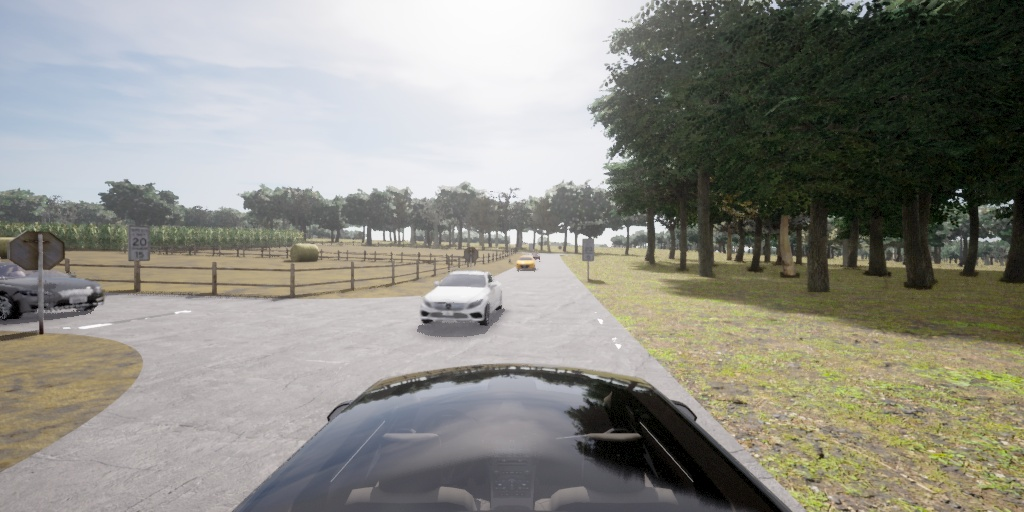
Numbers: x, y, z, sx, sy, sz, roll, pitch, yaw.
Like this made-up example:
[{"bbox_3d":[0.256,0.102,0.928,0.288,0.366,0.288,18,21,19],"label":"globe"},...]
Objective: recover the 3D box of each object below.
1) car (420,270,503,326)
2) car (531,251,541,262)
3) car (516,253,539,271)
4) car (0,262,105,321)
[{"bbox_3d":[-1.386,1.190,11.495,1.812,1.442,4.674,1,0,6],"label":"car"},{"bbox_3d":[3.893,0.020,59.799,1.882,1.535,5.008,0,2,6],"label":"car"},{"bbox_3d":[1.515,0.737,38.075,1.882,1.535,5.008,0,1,6],"label":"car"},{"bbox_3d":[-14.827,0.942,10.546,4.902,1.511,2.128,1,0,7],"label":"car"}]
